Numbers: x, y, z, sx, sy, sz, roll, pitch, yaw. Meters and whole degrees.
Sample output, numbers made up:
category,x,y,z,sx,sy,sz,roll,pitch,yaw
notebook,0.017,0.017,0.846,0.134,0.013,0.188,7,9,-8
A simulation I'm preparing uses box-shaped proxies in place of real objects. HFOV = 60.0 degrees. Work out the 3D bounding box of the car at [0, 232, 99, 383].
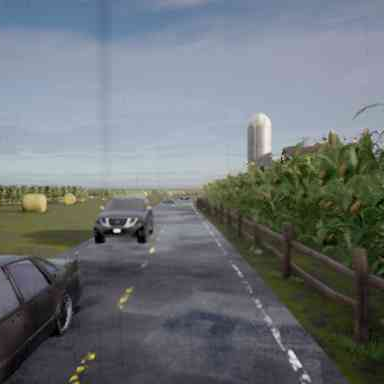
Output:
category,x,y,z,sx,sy,sz,roll,pitch,yaw
car,-2.885,1.549,3.942,2.033,1.411,5.357,0,0,-1

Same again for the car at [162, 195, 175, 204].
category,x,y,z,sx,sy,sz,roll,pitch,yaw
car,-4.357,1.369,61.956,2.097,1.767,4.553,0,0,-1

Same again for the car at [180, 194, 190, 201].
category,x,y,z,sx,sy,sz,roll,pitch,yaw
car,-1.879,1.422,82.477,1.994,1.385,4.181,0,0,0

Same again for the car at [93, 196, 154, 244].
category,x,y,z,sx,sy,sz,roll,pitch,yaw
car,-3.102,1.222,16.246,2.150,2.045,5.566,0,0,-1
